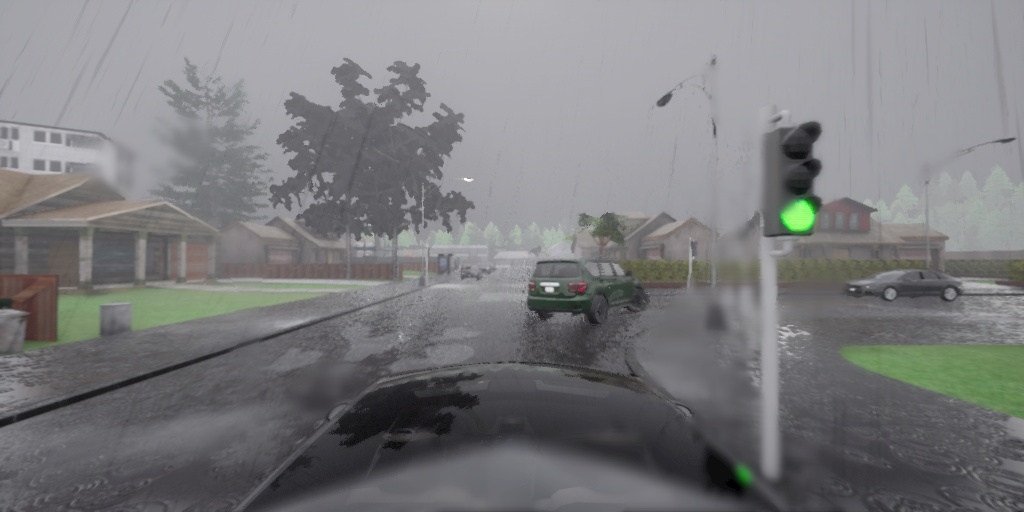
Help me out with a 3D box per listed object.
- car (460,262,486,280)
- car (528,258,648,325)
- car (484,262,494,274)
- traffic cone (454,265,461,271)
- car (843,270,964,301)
[{"bbox_3d":[-4.096,1.656,36.912,1.837,1.490,4.892,0,-1,0],"label":"car"},{"bbox_3d":[2.786,1.098,12.651,2.150,2.045,5.566,-3,-2,39],"label":"car"},{"bbox_3d":[-4.079,1.659,50.611,2.097,1.767,4.553,0,-1,0],"label":"car"},{"bbox_3d":[-9.677,2.300,63.299,0.344,0.586,0.344,0,0,0],"label":"traffic cone"},{"bbox_3d":[19.596,1.441,18.067,4.892,1.490,1.837,0,-1,0],"label":"car"}]
